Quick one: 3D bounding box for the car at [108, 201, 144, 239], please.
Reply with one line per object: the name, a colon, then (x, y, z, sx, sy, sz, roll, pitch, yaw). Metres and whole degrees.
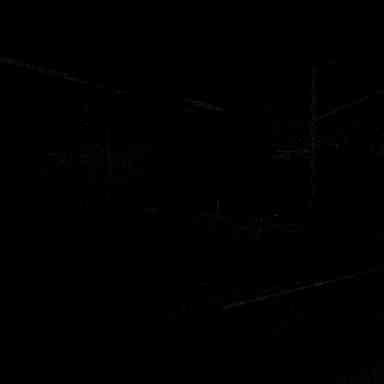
car: (-4.264, 1.444, 18.402, 1.905, 1.878, 3.866, 1, 0, -36)

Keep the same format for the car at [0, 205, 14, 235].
car: (-11.393, 1.522, 18.664, 2.242, 1.667, 4.611, 1, 0, -36)

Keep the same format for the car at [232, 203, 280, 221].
car: (5.619, 1.751, 29.816, 2.128, 1.511, 4.902, 1, 0, -35)
